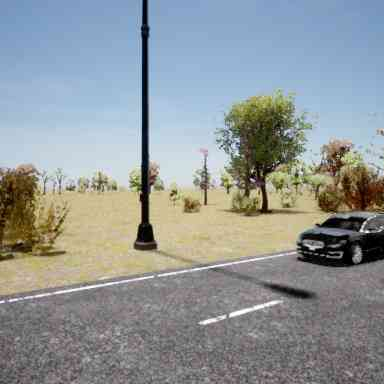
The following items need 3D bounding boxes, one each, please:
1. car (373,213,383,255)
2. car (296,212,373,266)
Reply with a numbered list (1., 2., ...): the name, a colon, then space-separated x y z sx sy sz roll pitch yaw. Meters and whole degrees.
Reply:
1. car: 7.393 1.217 8.911 5.566 2.045 2.150 0 0 -36
2. car: 5.710 1.500 11.715 4.892 1.490 1.837 0 0 -35
